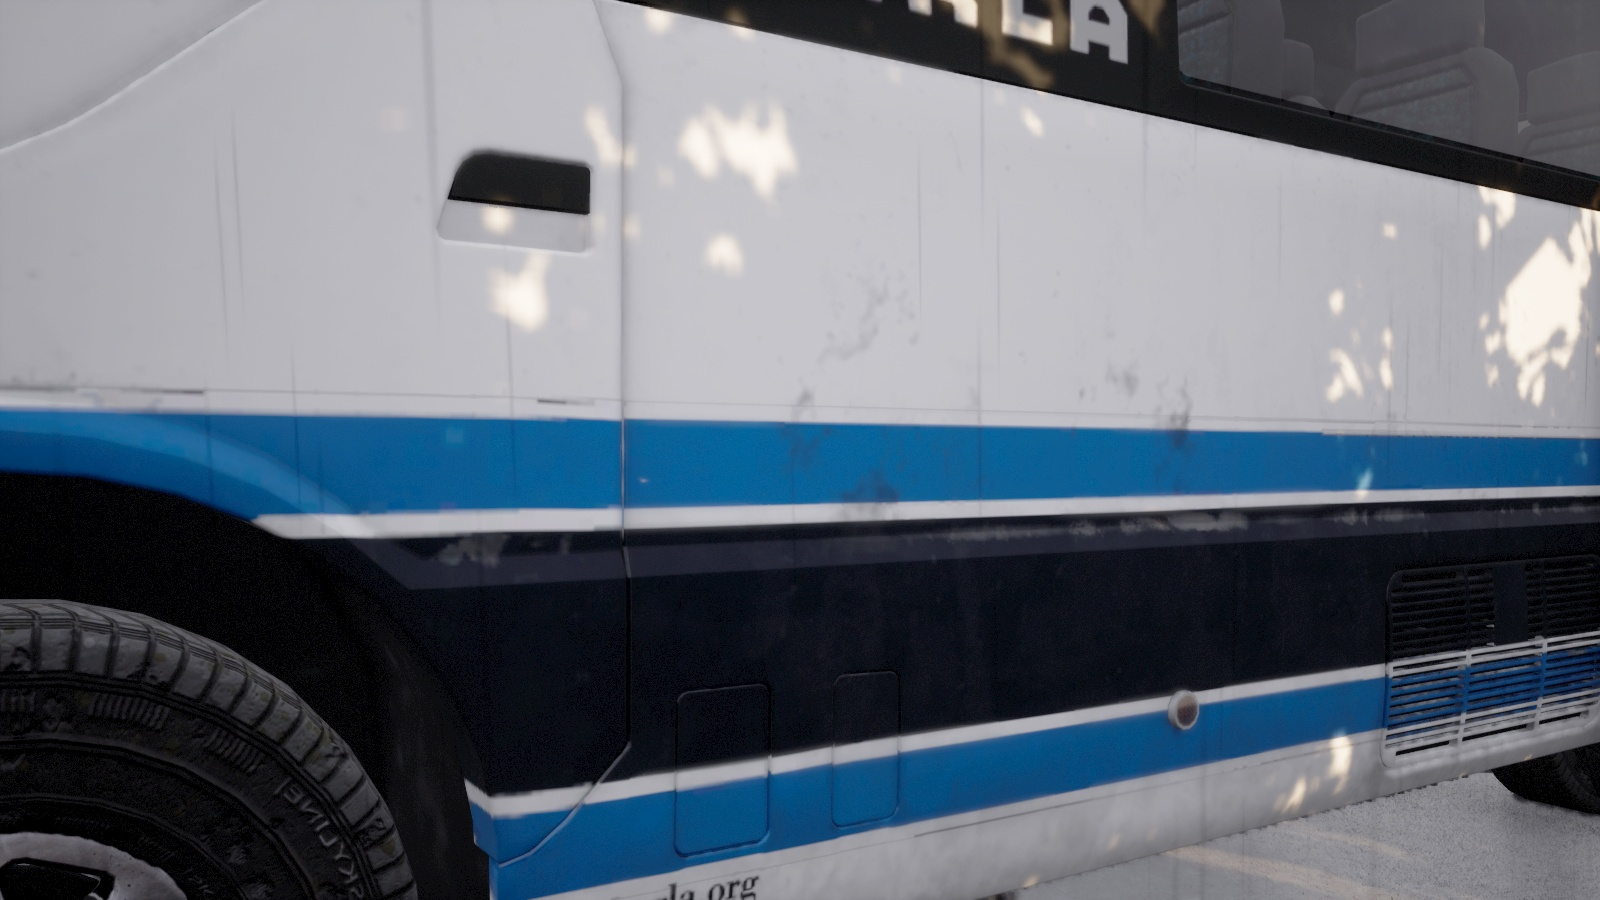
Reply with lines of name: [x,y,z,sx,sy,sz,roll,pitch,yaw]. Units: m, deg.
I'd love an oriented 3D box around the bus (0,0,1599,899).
bus: [0.588,-0.621,4.639,10.273,4.253,3.944,0,0,-33]
